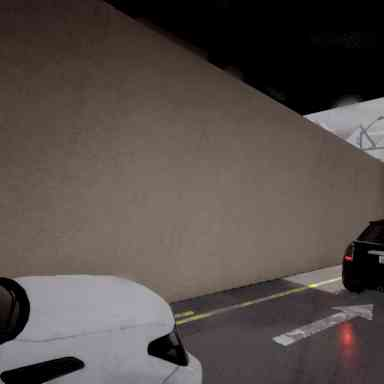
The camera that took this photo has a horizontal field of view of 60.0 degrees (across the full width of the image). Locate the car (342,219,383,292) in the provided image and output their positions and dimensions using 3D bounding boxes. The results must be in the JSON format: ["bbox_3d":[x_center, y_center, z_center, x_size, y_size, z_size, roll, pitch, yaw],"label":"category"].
[{"bbox_3d":[5.521,1.352,7.702,4.553,1.767,2.097,0,0,-36],"label":"car"}]

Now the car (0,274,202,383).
[{"bbox_3d":[-2.573,1.221,1.953,5.566,2.045,2.150,0,0,-35],"label":"car"}]
